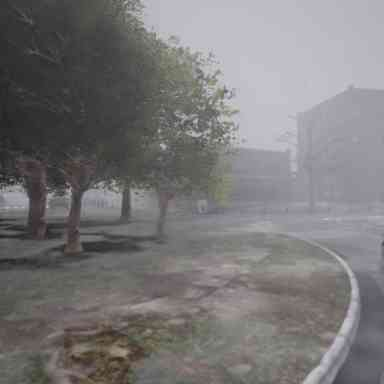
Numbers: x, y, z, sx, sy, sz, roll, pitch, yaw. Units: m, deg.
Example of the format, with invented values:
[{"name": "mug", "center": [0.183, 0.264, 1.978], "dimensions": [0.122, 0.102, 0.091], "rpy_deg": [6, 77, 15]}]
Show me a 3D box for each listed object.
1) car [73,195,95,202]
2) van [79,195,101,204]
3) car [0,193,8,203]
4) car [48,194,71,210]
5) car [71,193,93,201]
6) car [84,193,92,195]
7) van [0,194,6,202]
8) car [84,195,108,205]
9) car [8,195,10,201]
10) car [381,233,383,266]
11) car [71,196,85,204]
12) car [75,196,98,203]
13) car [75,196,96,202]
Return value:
[{"name": "car", "center": [-28.606, 1.697, 88.000], "dimensions": [5.366, 1.575, 1.946], "rpy_deg": [0, 0, -23]}, {"name": "van", "center": [-22.343, 1.573, 72.673], "dimensions": [4.442, 1.987, 1.878], "rpy_deg": [0, 0, -23]}, {"name": "car", "center": [-44.751, 1.473, 73.958], "dimensions": [5.566, 2.045, 2.435], "rpy_deg": [0, 0, -23]}, {"name": "car", "center": [-20.306, 1.545, 50.546], "dimensions": [2.150, 2.045, 5.566], "rpy_deg": [0, 0, -29]}, {"name": "car", "center": [-29.949, 1.432, 90.582], "dimensions": [5.566, 2.045, 2.435], "rpy_deg": [0, 0, -23]}, {"name": "car", "center": [-21.058, 1.680, 70.061], "dimensions": [4.553, 1.767, 2.185], "rpy_deg": [0, 0, -23]}, {"name": "van", "center": [-46.801, 1.467, 79.080], "dimensions": [4.442, 1.987, 1.878], "rpy_deg": [0, 0, -23]}, {"name": "car", "center": [-18.966, 1.839, 65.044], "dimensions": [4.792, 1.488, 2.163], "rpy_deg": [0, 0, -23]}, {"name": "car", "center": [-45.647, 1.705, 76.576], "dimensions": [5.366, 1.575, 1.946], "rpy_deg": [0, 0, -23]}, {"name": "car", "center": [6.114, 1.537, 8.437], "dimensions": [2.128, 1.511, 4.902], "rpy_deg": [0, 0, 22]}, {"name": "car", "center": [-19.913, 1.875, 56.196], "dimensions": [2.033, 1.411, 5.357], "rpy_deg": [0, 0, -27]}, {"name": "car", "center": [-25.536, 1.751, 80.380], "dimensions": [5.008, 1.535, 2.097], "rpy_deg": [0, 0, -23]}, {"name": "car", "center": [-26.574, 1.736, 82.823], "dimensions": [4.892, 1.521, 2.231], "rpy_deg": [0, 0, -23]}]
